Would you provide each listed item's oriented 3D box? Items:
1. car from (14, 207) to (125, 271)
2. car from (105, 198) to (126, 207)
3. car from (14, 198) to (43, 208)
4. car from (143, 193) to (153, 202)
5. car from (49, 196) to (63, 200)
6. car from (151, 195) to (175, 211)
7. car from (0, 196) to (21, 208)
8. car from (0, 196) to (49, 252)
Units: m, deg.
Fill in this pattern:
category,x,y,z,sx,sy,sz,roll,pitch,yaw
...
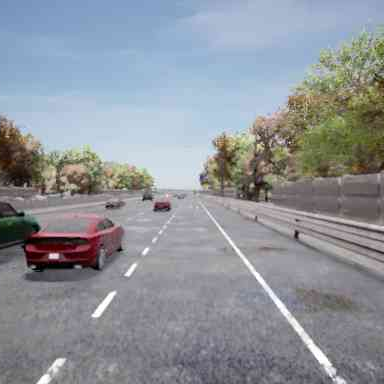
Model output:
category,x,y,z,sx,sy,sz,roll,pitch,yaw
car,-3.501,1.477,10.903,1.882,1.535,5.008,0,0,0
car,-10.509,1.546,45.802,2.033,1.411,5.357,0,0,0
car,-24.528,1.597,50.089,1.895,1.301,4.718,0,0,0
car,-10.511,1.226,79.880,2.150,2.045,5.566,0,0,0
car,-21.040,1.349,50.237,2.097,1.767,4.553,0,0,0
car,-3.503,1.478,40.394,1.882,1.535,5.008,0,0,0
car,-28.029,1.473,50.048,1.882,1.535,5.008,0,0,0
car,-7.001,1.220,10.758,2.150,2.045,5.566,0,0,0
